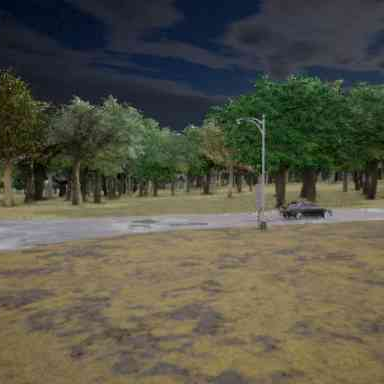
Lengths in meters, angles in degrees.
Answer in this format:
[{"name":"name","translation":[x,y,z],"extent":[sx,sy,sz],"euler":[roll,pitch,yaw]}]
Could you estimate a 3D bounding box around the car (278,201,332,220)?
[{"name":"car","translation":[9.877,1.568,28.924],"extent":[4.892,1.490,1.837],"euler":[-1,1,-20]}]
